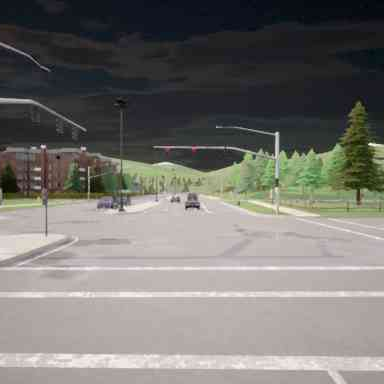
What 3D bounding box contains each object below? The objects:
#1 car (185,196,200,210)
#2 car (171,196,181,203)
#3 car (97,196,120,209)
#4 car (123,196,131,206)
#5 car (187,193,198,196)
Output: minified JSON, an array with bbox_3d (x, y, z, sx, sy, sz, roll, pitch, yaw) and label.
[{"bbox_3d":[0.061,1.600,43.533,1.895,1.301,4.718,0,0,0],"label":"car"},{"bbox_3d":[-3.403,1.491,68.942,2.128,1.511,4.902,0,0,0],"label":"car"},{"bbox_3d":[-11.490,1.351,45.661,2.097,1.767,4.553,0,0,1],"label":"car"},{"bbox_3d":[-11.466,1.504,55.931,1.837,1.490,4.892,0,0,1],"label":"car"},{"bbox_3d":[0.097,1.221,68.969,2.150,2.045,5.566,0,0,0],"label":"car"}]
